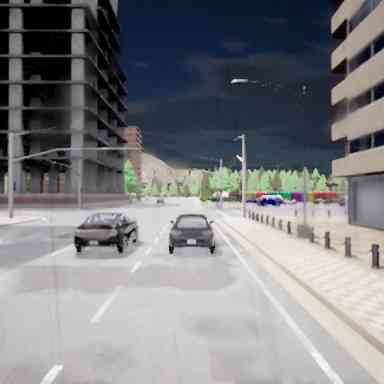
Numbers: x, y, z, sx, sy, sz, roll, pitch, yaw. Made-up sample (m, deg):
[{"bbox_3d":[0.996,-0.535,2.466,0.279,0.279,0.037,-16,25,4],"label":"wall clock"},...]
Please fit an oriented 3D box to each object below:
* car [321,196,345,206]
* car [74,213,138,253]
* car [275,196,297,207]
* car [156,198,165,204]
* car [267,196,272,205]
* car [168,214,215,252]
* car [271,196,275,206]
[{"bbox_3d":[35.688,1.988,83.659,4.605,1.855,1.932,0,-1,0],"label":"car"},{"bbox_3d":[-3.507,1.627,14.283,2.128,1.511,4.902,0,0,0],"label":"car"},{"bbox_3d":[20.743,2.126,72.438,3.806,1.475,1.970,0,-1,0],"label":"car"},{"bbox_3d":[-8.232,2.327,86.238,1.812,1.442,4.674,0,-1,-1],"label":"car"},{"bbox_3d":[20.660,1.936,78.018,4.605,1.855,1.932,0,-1,0],"label":"car"},{"bbox_3d":[-0.006,1.661,14.380,1.812,1.442,4.674,0,0,0],"label":"car"},{"bbox_3d":[20.727,2.121,75.333,3.905,1.438,1.784,0,-1,0],"label":"car"}]
